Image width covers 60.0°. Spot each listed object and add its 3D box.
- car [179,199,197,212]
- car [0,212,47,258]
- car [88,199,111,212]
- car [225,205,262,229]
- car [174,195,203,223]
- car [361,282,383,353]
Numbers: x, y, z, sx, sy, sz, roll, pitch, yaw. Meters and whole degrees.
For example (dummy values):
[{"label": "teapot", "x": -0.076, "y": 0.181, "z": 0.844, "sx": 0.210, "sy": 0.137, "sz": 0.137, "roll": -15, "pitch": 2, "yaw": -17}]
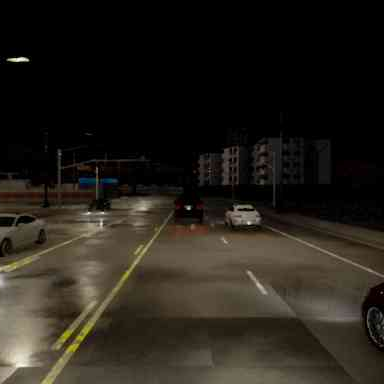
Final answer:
[{"label": "car", "x": -0.472, "y": 1.610, "z": 39.828, "sx": 1.994, "sy": 1.385, "sz": 4.181, "roll": 0, "pitch": 0, "yaw": 0}, {"label": "car", "x": -7.305, "y": 1.552, "z": 13.023, "sx": 1.812, "sy": 1.442, "sz": 4.674, "roll": 0, "pitch": 0, "yaw": -1}, {"label": "car", "x": -11.078, "y": 1.605, "z": 40.050, "sx": 1.837, "sy": 1.490, "sz": 4.892, "roll": 0, "pitch": 0, "yaw": -1}, {"label": "car", "x": 3.279, "y": 1.572, "z": 21.652, "sx": 1.812, "sy": 1.442, "sz": 4.674, "roll": 0, "pitch": 0, "yaw": -1}, {"label": "car", "x": -0.286, "y": 1.283, "z": 26.528, "sx": 2.150, "sy": 2.045, "sz": 5.566, "roll": 0, "pitch": 0, "yaw": -1}, {"label": "car", "x": 3.532, "y": 1.528, "z": 3.176, "sx": 1.812, "sy": 1.442, "sz": 4.674, "roll": 0, "pitch": 0, "yaw": -1}]
